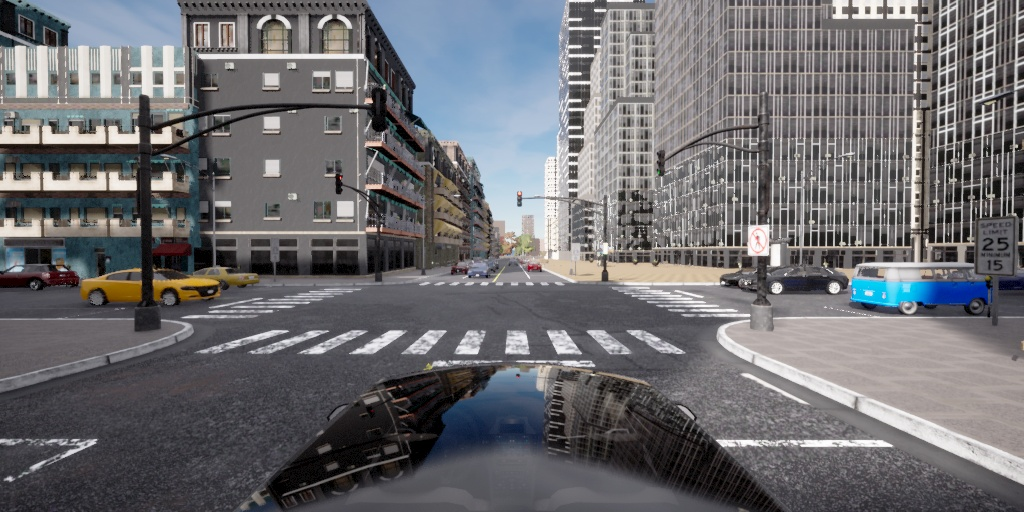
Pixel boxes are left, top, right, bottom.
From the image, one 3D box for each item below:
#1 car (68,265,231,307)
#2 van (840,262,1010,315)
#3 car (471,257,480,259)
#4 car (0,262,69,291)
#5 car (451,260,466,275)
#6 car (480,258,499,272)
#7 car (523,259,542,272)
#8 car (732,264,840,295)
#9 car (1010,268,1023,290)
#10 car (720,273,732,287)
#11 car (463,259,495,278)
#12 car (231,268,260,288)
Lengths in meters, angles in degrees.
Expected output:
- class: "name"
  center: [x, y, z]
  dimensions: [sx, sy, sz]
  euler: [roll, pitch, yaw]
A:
- class: "car"
  center: [-15.474, 1.282, 15.502]
  dimensions: [5.008, 1.535, 1.882]
  euler: [0, 1, 2]
- class: "van"
  center: [14.721, 1.117, 12.939]
  dimensions: [3.998, 1.789, 1.690]
  euler: [0, 0, 0]
- class: "car"
  center: [-5.566, 1.184, 45.058]
  dimensions: [1.967, 1.591, 4.097]
  euler: [0, 0, 0]
- class: "car"
  center: [-28.724, 1.190, 21.375]
  dimensions: [4.097, 1.591, 1.967]
  euler: [0, 0, 0]
- class: "car"
  center: [-5.582, 1.290, 39.409]
  dimensions: [1.888, 1.381, 4.507]
  euler: [0, 0, 0]
- class: "car"
  center: [-2.975, 1.309, 43.991]
  dimensions: [1.994, 1.385, 4.181]
  euler: [0, 0, 0]
- class: "car"
  center: [2.782, 1.290, 45.091]
  dimensions: [1.888, 1.381, 4.507]
  euler: [0, 0, 0]
- class: "car"
  center: [14.641, 1.194, 18.718]
  dimensions: [4.892, 1.490, 1.837]
  euler: [0, 1, 0]
- class: "car"
  center: [24.713, 1.196, 18.703]
  dimensions: [4.674, 1.442, 1.812]
  euler: [0, 1, 0]
- class: "car"
  center: [14.732, 1.216, 21.320]
  dimensions: [4.313, 1.339, 1.948]
  euler: [0, 0, 0]
- class: "car"
  center: [-3.007, 1.292, 33.958]
  dimensions: [2.033, 1.411, 5.357]
  euler: [0, 0, 0]
- class: "car"
  center: [-17.826, 1.247, 21.361]
  dimensions: [4.829, 1.417, 1.751]
  euler: [0, 0, 0]
